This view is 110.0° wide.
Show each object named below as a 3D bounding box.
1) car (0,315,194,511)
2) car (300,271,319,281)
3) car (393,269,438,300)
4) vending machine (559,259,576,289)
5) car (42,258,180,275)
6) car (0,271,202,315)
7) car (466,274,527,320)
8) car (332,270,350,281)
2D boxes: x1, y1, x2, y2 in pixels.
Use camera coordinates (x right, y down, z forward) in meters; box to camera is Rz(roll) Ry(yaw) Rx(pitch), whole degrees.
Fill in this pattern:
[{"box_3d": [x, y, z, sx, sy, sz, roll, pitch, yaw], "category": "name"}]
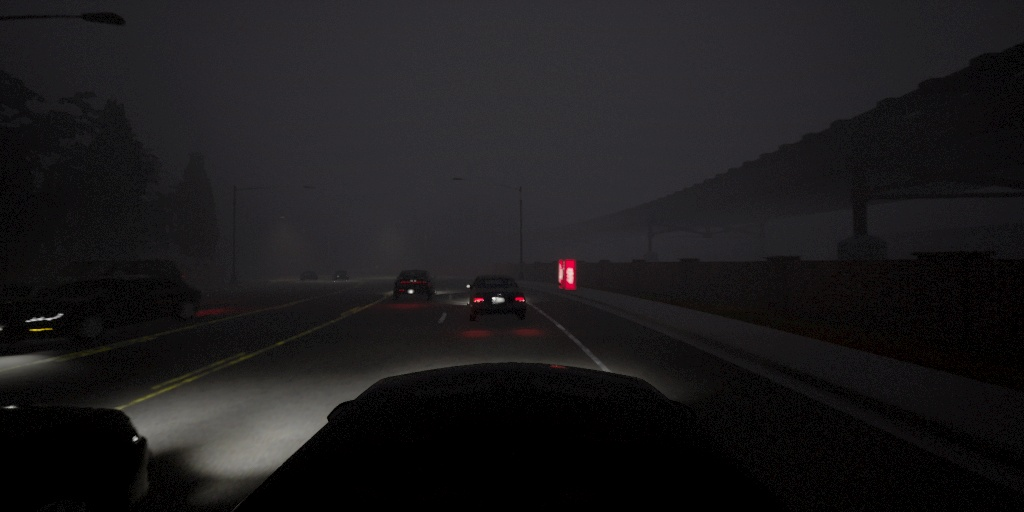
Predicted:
[{"box_3d": [-3.505, 1.271, 0.501, 1.837, 1.490, 4.892, 0, 1, 1], "category": "car"}, {"box_3d": [-29.894, 2.902, 52.882, 1.837, 1.490, 4.892, 1, -2, -38], "category": "car"}, {"box_3d": [-5.105, 1.454, 19.082, 1.837, 1.490, 4.892, 0, -1, -10], "category": "car"}, {"box_3d": [3.646, 1.209, 23.659, 1.100, 2.100, 0.880, 0, 0, -11], "category": "vending machine"}, {"box_3d": [-14.968, 1.098, 13.210, 2.150, 2.045, 5.566, 0, -1, -8], "category": "car"}, {"box_3d": [-11.144, 1.325, 10.003, 1.837, 1.490, 4.892, 0, -1, -6], "category": "car"}, {"box_3d": [-0.652, 1.371, 12.997, 2.033, 1.411, 5.357, 0, -1, -7], "category": "car"}, {"box_3d": [-24.363, 2.741, 51.023, 1.837, 1.490, 4.892, 1, -2, -32], "category": "car"}]
